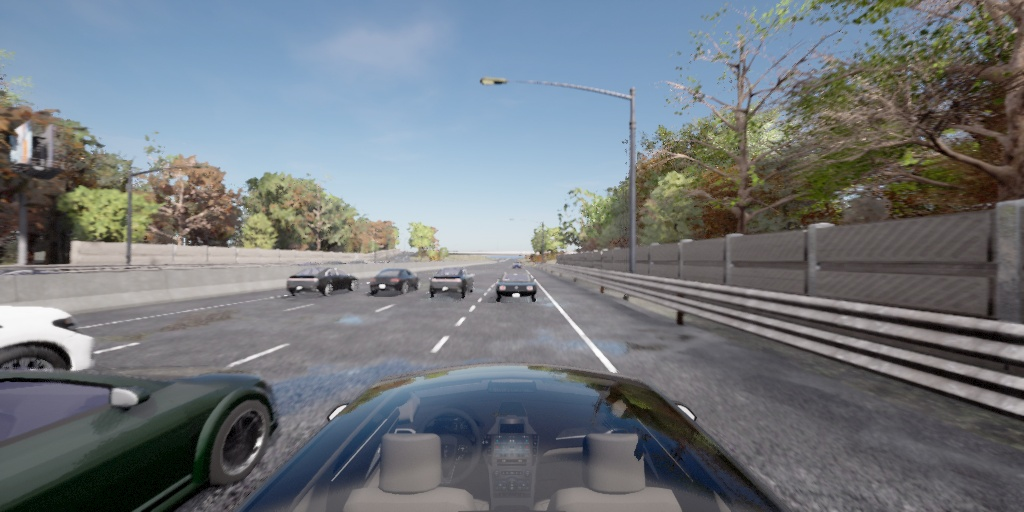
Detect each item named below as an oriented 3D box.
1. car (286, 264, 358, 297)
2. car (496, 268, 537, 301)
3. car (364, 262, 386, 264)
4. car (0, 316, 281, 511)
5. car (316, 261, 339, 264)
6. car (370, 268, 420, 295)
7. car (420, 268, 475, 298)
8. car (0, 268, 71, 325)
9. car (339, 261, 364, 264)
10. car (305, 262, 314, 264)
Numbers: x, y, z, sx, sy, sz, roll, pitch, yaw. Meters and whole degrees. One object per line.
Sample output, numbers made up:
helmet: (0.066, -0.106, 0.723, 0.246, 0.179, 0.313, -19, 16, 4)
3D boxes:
car: (-10.160, 1.357, 19.619, 2.128, 1.511, 4.902, 0, 0, 1)
car: (0.221, 1.492, 18.306, 1.895, 1.301, 4.718, 0, 0, 1)
car: (-20.319, 1.660, 55.173, 2.128, 1.511, 4.902, 0, -1, 1)
car: (-3.399, 1.304, 1.987, 1.994, 1.385, 4.181, 0, 0, 1)
car: (-27.310, 1.489, 54.644, 2.097, 1.767, 4.553, 0, -1, 1)
car: (-6.660, 1.414, 20.795, 1.812, 1.442, 4.674, 0, 0, 1)
car: (-3.161, 1.381, 19.524, 2.128, 1.511, 4.902, 0, 0, 1)
car: (-6.893, 0.954, 2.527, 2.150, 2.045, 5.566, 0, 0, 1)
car: (-23.812, 1.502, 54.688, 2.097, 1.767, 4.553, 0, -1, 1)
car: (-30.803, 1.669, 54.452, 2.033, 1.411, 5.357, 0, -1, 1)
